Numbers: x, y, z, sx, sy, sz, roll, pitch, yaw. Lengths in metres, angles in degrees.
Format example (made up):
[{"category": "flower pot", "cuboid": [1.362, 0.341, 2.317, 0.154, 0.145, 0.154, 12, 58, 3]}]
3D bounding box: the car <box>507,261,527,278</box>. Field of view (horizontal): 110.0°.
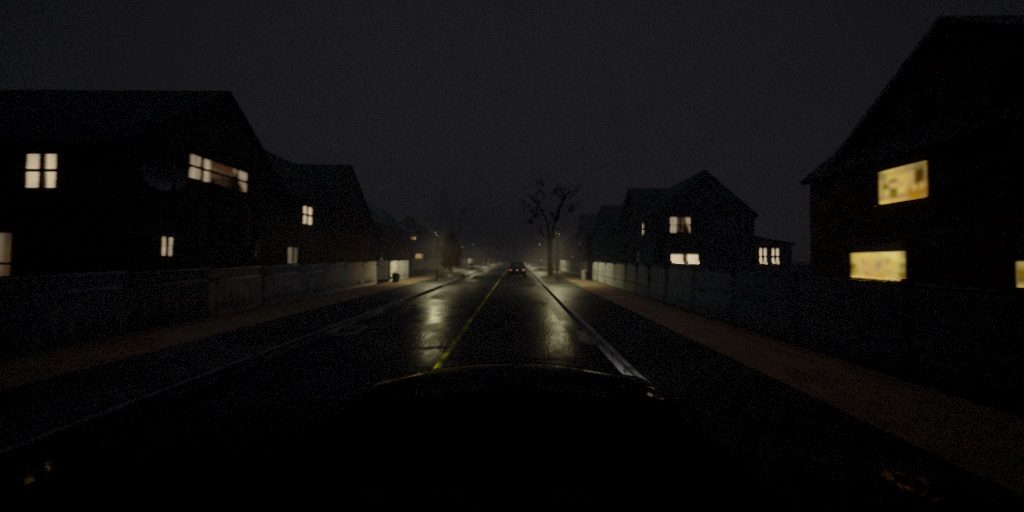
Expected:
[{"category": "car", "cuboid": [0.487, 1.333, 35.324, 2.033, 1.411, 5.357, 1, 0, 1]}]
